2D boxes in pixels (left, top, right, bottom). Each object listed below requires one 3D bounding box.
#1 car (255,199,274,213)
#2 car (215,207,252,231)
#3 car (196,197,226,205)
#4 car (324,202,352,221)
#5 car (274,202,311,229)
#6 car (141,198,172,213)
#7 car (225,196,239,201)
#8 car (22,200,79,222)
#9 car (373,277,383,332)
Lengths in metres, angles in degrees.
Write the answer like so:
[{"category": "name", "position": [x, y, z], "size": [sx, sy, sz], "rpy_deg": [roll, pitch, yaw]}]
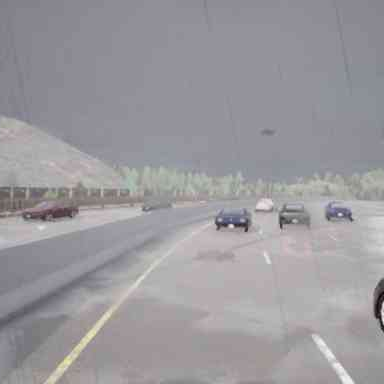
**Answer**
[{"category": "car", "position": [8.374, 1.504, 37.244], "size": [1.812, 1.442, 4.674], "rpy_deg": [0, 0, 24]}, {"category": "car", "position": [2.664, 1.580, 20.450], "size": [1.895, 1.301, 4.718], "rpy_deg": [0, 0, 13]}, {"category": "car", "position": [2.159, 1.544, 40.989], "size": [1.895, 1.301, 4.718], "rpy_deg": [0, 0, 25]}, {"category": "car", "position": [11.925, 1.536, 27.271], "size": [1.812, 1.442, 4.674], "rpy_deg": [0, 0, 19]}, {"category": "car", "position": [6.631, 1.487, 21.784], "size": [2.128, 1.511, 4.902], "rpy_deg": [0, 0, 14]}, {"category": "car", "position": [-3.717, 1.429, 35.898], "size": [1.837, 1.490, 4.892], "rpy_deg": [0, 0, 21]}, {"category": "car", "position": [7.037, 1.476, 63.101], "size": [2.033, 1.411, 5.357], "rpy_deg": [0, 0, 36]}, {"category": "car", "position": [-10.666, 1.387, 25.389], "size": [1.882, 1.535, 5.008], "rpy_deg": [0, 0, 15]}, {"category": "car", "position": [3.812, 1.517, 3.503], "size": [1.837, 1.490, 4.892], "rpy_deg": [0, 0, 2]}]
